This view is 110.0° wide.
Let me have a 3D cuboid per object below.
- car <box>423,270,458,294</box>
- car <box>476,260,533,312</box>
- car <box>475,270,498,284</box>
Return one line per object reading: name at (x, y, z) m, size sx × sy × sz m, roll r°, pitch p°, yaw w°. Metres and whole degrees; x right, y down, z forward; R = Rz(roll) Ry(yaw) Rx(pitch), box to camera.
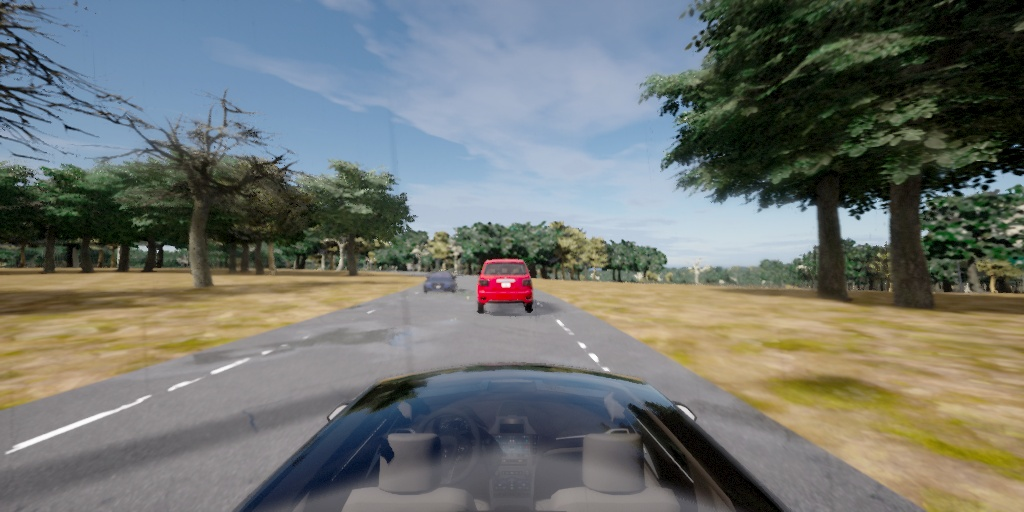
car at (-4.731, 1.776, 24.168) m, size 1.994 × 1.385 × 4.181 m, roll 0°, pitch -2°, yaw -6°
car at (-0.363, 1.205, 15.631) m, size 2.150 × 2.045 × 5.566 m, roll 0°, pitch -1°, yaw -3°
car at (-2.893, 2.272, 39.839) m, size 2.033 × 1.411 × 5.357 m, roll 0°, pitch -2°, yaw -9°
